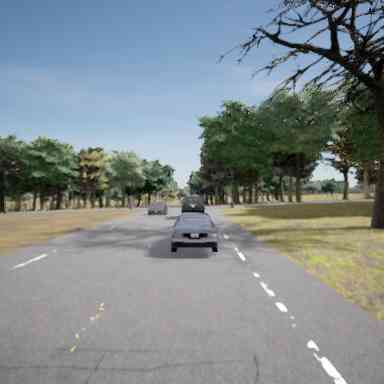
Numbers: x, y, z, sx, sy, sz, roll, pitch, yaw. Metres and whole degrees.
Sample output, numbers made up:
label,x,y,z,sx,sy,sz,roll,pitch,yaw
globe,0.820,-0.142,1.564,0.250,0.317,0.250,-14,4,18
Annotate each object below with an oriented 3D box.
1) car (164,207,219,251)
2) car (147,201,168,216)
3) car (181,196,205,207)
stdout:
label,x,y,z,sx,sy,sz,roll,pitch,yaw
car,0.098,1.572,14.089,2.033,1.411,5.357,0,0,0
car,-3.576,1.737,35.481,1.837,1.490,4.892,0,-1,0
car,0.095,1.413,32.196,2.150,2.045,5.566,0,-1,0
